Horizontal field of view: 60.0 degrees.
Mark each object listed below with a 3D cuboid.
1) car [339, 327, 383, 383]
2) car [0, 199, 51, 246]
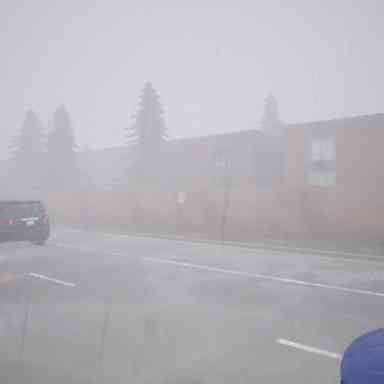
[{"bbox_3d":[3.401,1.471,1.579,5.008,1.535,1.882,0,0,35],"label":"car"},{"bbox_3d":[-8.494,1.322,14.687,5.566,2.045,2.150,0,0,37],"label":"car"}]
